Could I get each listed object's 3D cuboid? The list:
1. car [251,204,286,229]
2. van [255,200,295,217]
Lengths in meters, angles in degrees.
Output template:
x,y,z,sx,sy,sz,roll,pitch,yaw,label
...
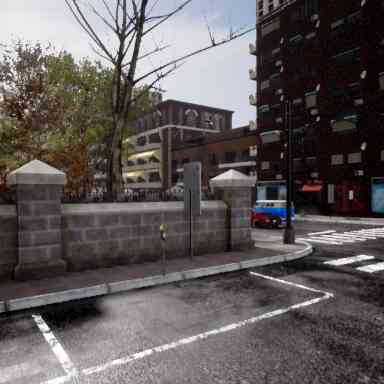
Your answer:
x,y,z,sx,sy,sz,roll,pitch,yaw,label
4.458,1.837,24.266,1.994,1.385,4.181,0,-1,-36,car
7.311,1.647,30.181,1.690,1.788,3.998,-1,0,-36,van
